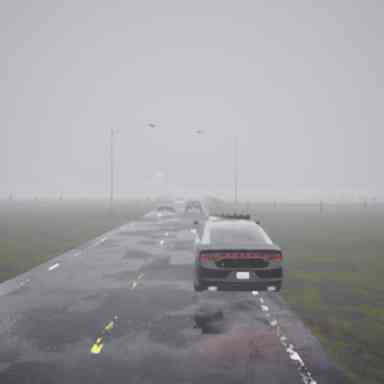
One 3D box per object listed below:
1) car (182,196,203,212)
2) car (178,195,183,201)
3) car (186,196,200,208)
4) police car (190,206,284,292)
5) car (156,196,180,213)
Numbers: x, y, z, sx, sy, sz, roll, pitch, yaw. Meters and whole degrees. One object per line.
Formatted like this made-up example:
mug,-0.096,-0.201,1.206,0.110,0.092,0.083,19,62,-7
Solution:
car,0.197,1.393,37.227,1.837,1.490,4.892,0,0,0
car,-2.513,1.340,70.884,1.994,1.385,4.181,0,0,0
car,0.186,1.381,47.396,1.812,1.442,4.674,0,0,1
police car,0.992,1.399,9.008,1.930,1.638,5.238,0,0,0
car,-2.730,1.439,36.224,2.033,1.411,5.357,0,0,0
